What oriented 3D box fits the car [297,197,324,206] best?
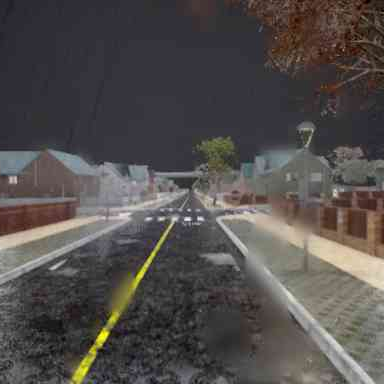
[{"bbox_3d":[11.415,1.193,31.595,5.008,1.535,1.882,-1,2,0],"label":"car"}]
